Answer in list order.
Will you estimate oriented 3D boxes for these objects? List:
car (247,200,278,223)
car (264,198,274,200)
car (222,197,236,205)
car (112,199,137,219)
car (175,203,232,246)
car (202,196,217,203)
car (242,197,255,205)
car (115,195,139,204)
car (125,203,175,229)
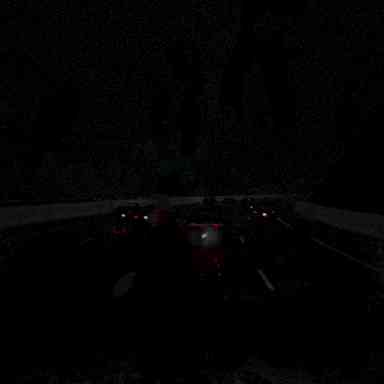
[{"bbox_3d":[5.592,1.621,26.239,1.994,1.385,4.181,1,0,9],"label":"car"},{"bbox_3d":[14.170,1.708,61.276,1.994,1.385,4.181,1,0,19],"label":"car"},{"bbox_3d":[6.982,1.634,62.148,1.994,1.385,4.181,1,0,19],"label":"car"},{"bbox_3d":[-4.998,1.548,28.199,1.895,1.301,4.718,1,0,10],"label":"car"},{"bbox_3d":[0.712,1.498,15.298,2.128,1.511,4.902,0,0,5],"label":"car"},{"bbox_3d":[3.299,1.557,62.254,1.812,1.442,4.674,0,0,19],"label":"car"},{"bbox_3d":[10.591,1.599,61.767,2.128,1.511,4.902,1,0,19],"label":"car"},{"bbox_3d":[-11.885,1.369,61.211,2.128,1.511,4.902,1,0,17],"label":"car"},{"bbox_3d":[-2.293,1.523,21.478,2.033,1.411,5.357,1,0,8],"label":"car"}]
